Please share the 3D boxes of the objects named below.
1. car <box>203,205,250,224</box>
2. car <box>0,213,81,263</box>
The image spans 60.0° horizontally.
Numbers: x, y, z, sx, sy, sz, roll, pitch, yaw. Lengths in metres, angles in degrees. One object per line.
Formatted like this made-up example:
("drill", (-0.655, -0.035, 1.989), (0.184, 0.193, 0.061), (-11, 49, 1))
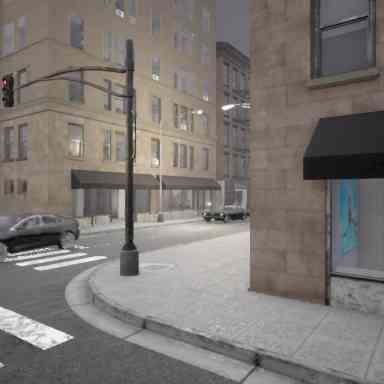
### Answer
("car", (2.810, 1.751, 26.424), (1.895, 1.301, 4.718), (0, 0, 35))
("car", (-6.306, 1.540, 12.260), (2.128, 1.511, 4.902), (0, 0, 25))
